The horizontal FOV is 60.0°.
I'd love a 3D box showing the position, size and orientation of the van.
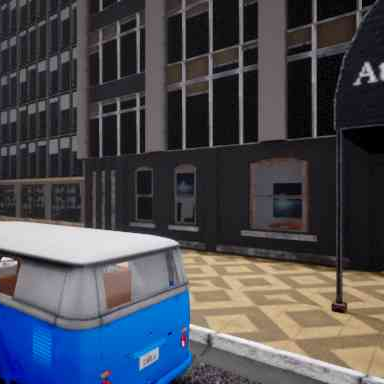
[{"bbox_3d":[-1.912,1.341,4.233,3.998,1.788,1.690,0,0,35],"label":"van"}]
